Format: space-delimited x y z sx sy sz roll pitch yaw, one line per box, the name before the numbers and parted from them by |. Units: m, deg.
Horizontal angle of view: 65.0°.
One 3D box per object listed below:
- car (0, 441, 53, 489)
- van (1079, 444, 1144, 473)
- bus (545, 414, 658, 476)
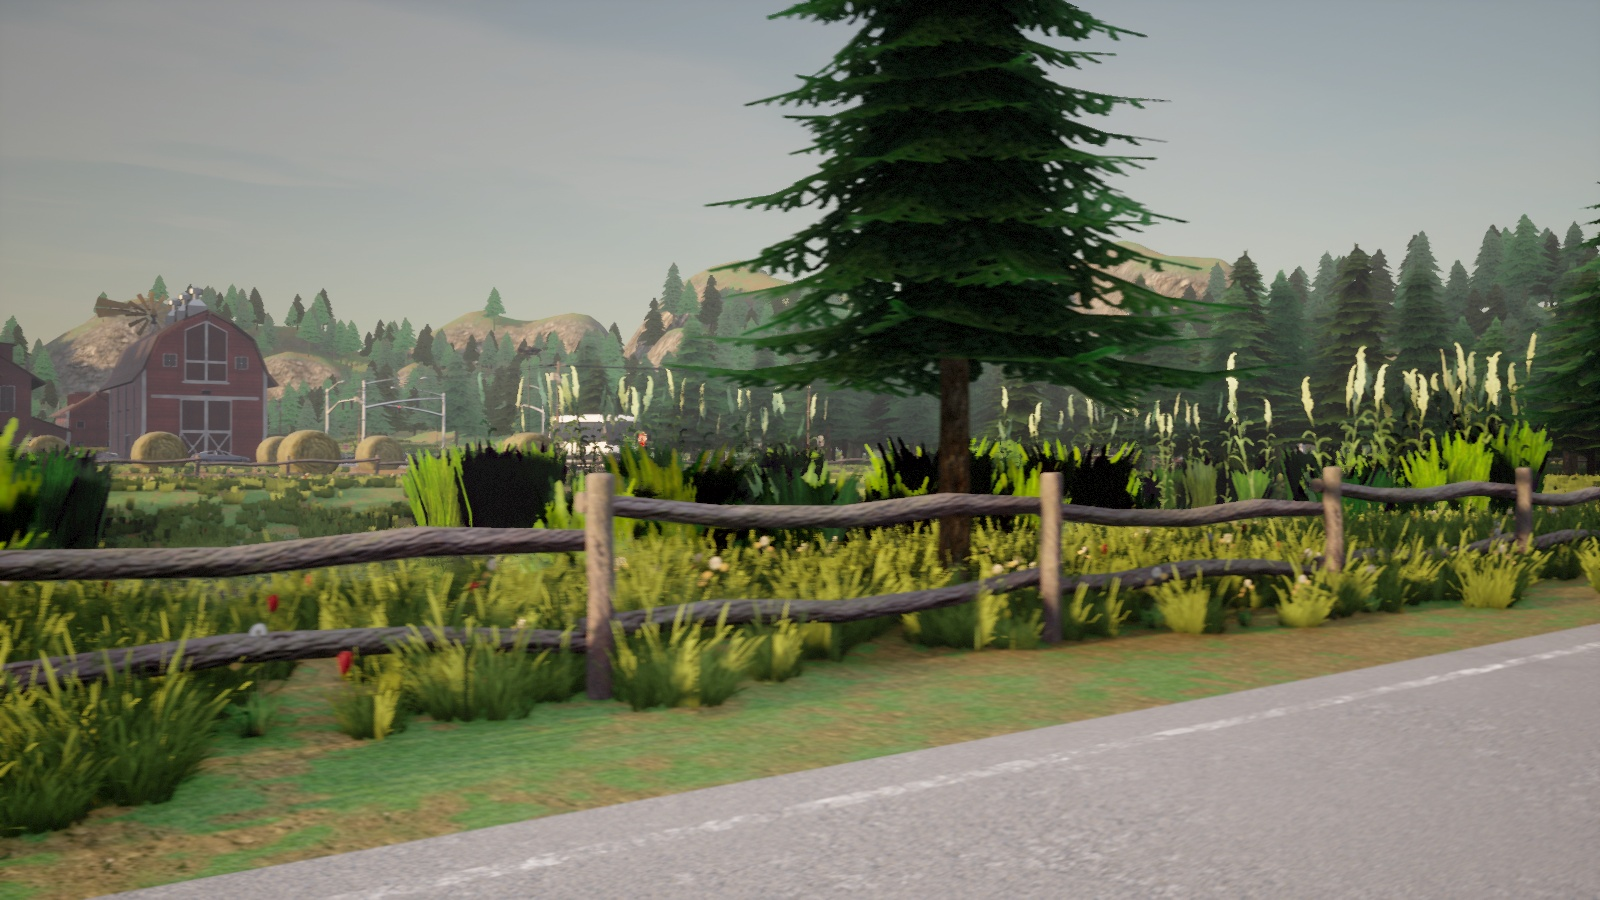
car | -35.150 0.638 53.563 5.566 2.045 2.150 0 0 -32
van | 22.423 0.616 90.308 4.480 2.038 2.069 0 0 -34
bus | -14.448 -0.375 90.505 3.944 4.253 10.273 0 0 -35
